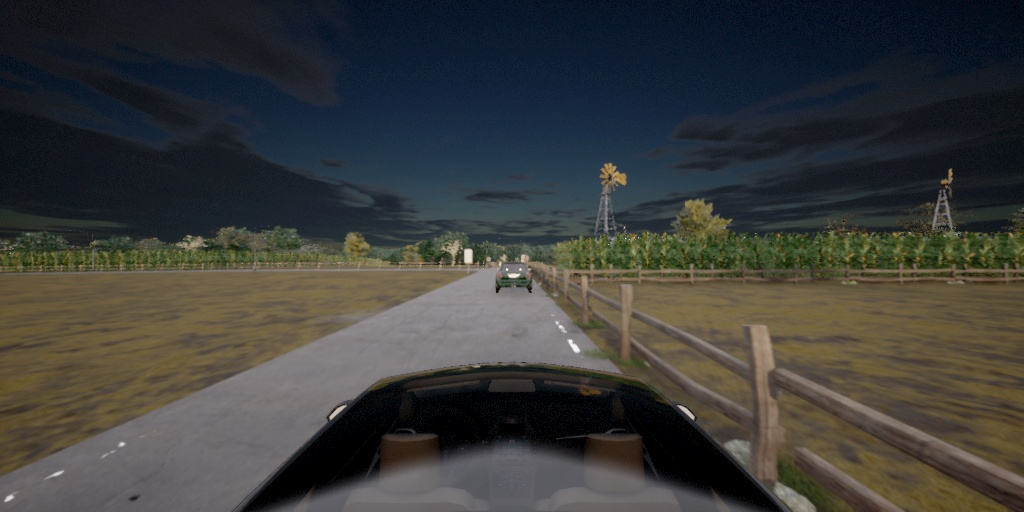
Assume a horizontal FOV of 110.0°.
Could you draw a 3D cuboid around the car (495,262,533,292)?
[{"bbox_3d":[0.102,1.144,21.718,2.097,1.767,4.553,0,0,0],"label":"car"}]
